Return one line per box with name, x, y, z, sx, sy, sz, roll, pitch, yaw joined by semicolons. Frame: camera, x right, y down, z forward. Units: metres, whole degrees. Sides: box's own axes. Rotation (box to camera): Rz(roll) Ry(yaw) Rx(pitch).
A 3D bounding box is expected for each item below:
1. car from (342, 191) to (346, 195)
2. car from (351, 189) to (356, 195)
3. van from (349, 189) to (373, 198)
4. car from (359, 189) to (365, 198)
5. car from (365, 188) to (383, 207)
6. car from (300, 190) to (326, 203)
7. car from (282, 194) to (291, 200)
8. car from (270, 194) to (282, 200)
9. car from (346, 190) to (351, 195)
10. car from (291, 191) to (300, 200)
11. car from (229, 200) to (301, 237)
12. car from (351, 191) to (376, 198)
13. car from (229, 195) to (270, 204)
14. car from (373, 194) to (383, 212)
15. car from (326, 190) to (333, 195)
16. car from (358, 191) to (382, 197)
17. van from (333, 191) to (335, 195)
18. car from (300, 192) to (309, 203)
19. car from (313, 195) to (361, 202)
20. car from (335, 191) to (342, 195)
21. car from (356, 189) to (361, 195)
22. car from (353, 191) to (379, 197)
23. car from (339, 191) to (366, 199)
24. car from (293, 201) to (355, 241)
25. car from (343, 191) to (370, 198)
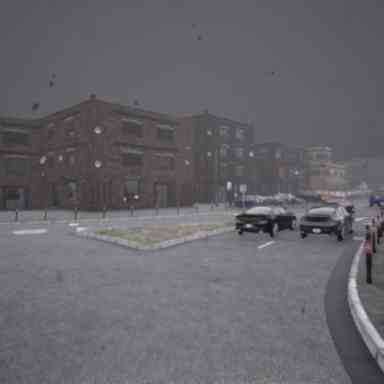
car;25.317;0.693;61.675;4.553;1.767;2.185;0;1;42
car;29.076;0.607;65.710;4.553;1.767;2.185;0;1;42
van;38.503;0.310;75.934;4.442;1.987;1.878;0;1;42
car;32.771;0.653;69.805;4.892;1.521;2.231;0;1;42
car;23.705;0.793;41.227;2.150;2.045;5.566;0;1;42
car;17.892;0.749;53.518;5.566;2.045;2.435;0;1;42
car;10.491;1.212;45.344;4.674;1.452;2.002;0;1;42
car;8.629;1.211;43.311;5.008;1.535;2.097;0;1;42
car;27.173;0.650;63.713;4.553;1.767;2.185;0;1;42
car;12.367;1.007;47.362;4.553;1.767;2.185;0;1;42
car;4.037;1.407;17.757;1.882;1.535;5.008;0;0;34
car;40.193;0.542;77.960;4.674;1.452;2.002;0;1;42
car;6.795;1.120;41.243;4.553;1.767;2.185;0;1;42
car;19.807;1.187;32.554;2.128;1.511;4.902;0;1;43
car;19.910;0.950;55.416;5.366;1.575;1.946;0;1;42
car;43.908;0.435;82.033;4.892;1.521;2.231;0;1;42
van;21.713;0.682;57.498;4.442;1.987;1.878;0;1;42
car;14.200;1.092;49.430;4.892;1.521;2.231;0;1;42
car;12.656;1.281;28.861;2.128;1.511;4.902;0;1;40
car;23.482;0.863;59.621;5.008;1.535;2.097;0;1;42
car;30.915;0.693;67.766;4.892;1.521;2.231;0;1;42
car;41.911;0.465;80.125;5.366;1.575;1.946;0;1;42
car;34.628;0.614;71.843;4.892;1.521;2.231;0;1;42
car;6.787;1.420;16.532;1.837;1.490;4.892;-1;0;34
car;36.483;0.576;73.880;4.892;1.521;2.231;0;1;42
